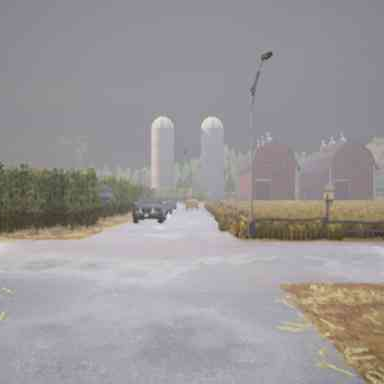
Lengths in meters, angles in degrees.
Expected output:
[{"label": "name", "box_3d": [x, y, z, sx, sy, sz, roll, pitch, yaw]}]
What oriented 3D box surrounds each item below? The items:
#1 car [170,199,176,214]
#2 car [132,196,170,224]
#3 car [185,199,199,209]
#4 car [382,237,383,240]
[{"label": "car", "box_3d": [-3.187, 1.775, 37.382, 1.994, 1.385, 4.181, 0, -1, -1]}, {"label": "car", "box_3d": [-3.186, 1.329, 26.012, 2.150, 2.045, 5.566, 0, -1, 0]}, {"label": "car", "box_3d": [0.017, 1.767, 50.372, 1.882, 1.535, 5.008, 0, 0, 0]}, {"label": "car", "box_3d": [11.071, 1.742, 13.932, 5.357, 1.411, 2.033, 0, 0, -1]}]
